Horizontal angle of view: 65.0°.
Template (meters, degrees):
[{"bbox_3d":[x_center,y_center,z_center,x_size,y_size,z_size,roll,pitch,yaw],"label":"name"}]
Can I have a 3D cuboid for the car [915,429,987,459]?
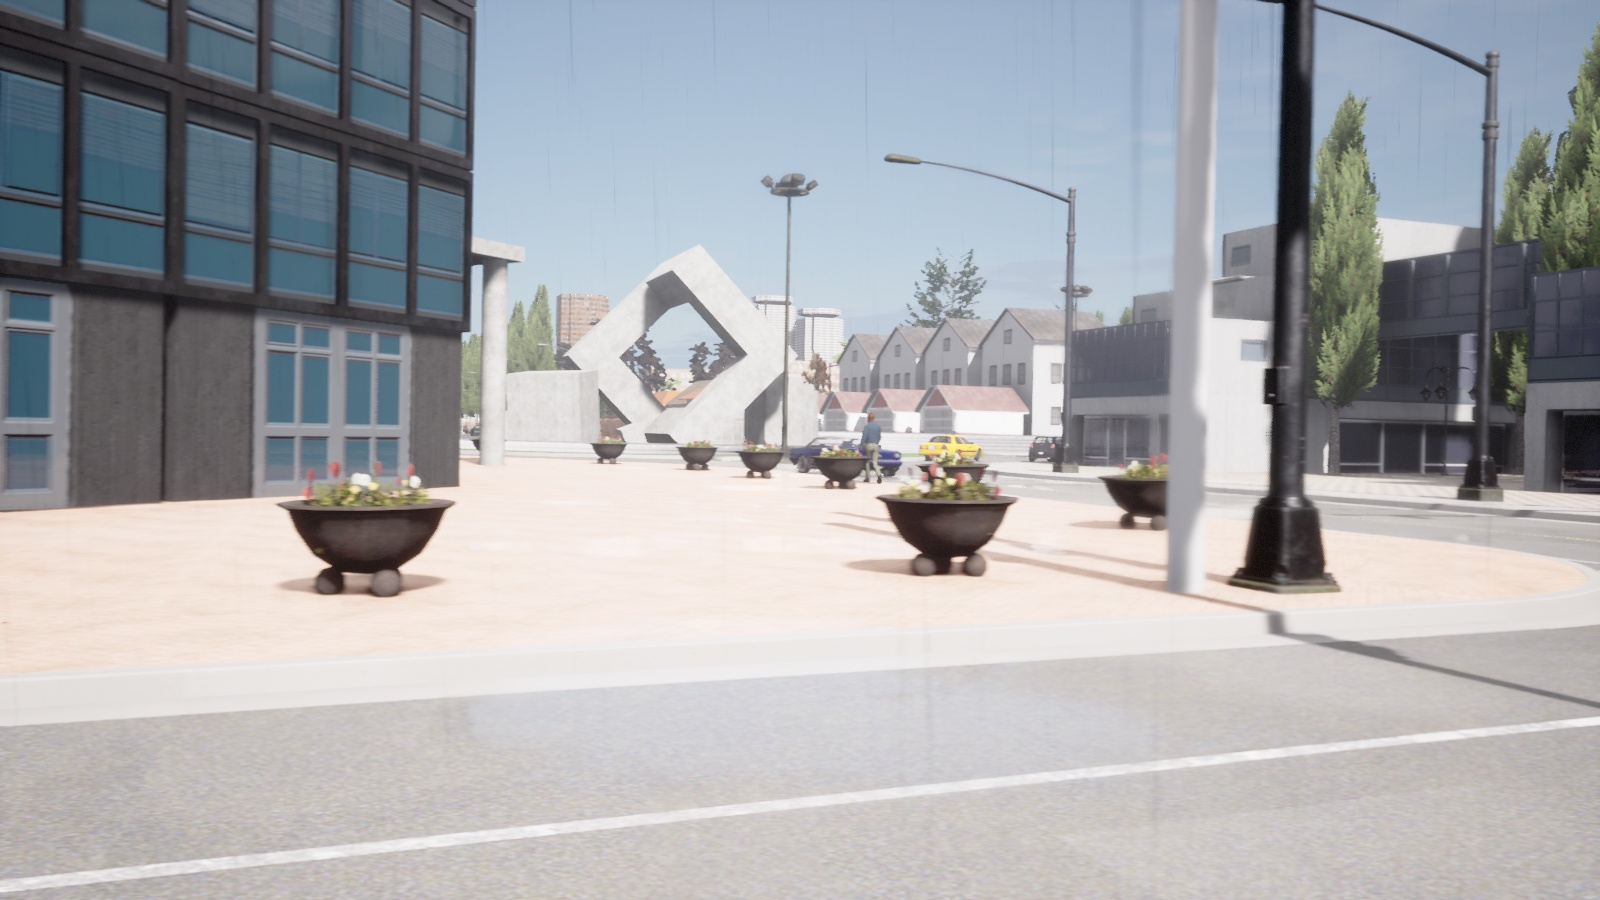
[{"bbox_3d":[8.340,-0.350,69.038,1.801,1.575,5.366,0,1,32],"label":"car"}]

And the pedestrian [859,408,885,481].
[{"bbox_3d":[1.832,-0.136,31.823,0.370,1.835,0.726,0,1,-24],"label":"pedestrian"}]

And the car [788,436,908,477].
[{"bbox_3d":[1.548,0.179,42.218,1.895,1.301,4.718,0,1,-28],"label":"car"}]

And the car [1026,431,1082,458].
[{"bbox_3d":[14.769,-0.333,72.881,1.845,1.501,3.633,0,1,35],"label":"car"}]
